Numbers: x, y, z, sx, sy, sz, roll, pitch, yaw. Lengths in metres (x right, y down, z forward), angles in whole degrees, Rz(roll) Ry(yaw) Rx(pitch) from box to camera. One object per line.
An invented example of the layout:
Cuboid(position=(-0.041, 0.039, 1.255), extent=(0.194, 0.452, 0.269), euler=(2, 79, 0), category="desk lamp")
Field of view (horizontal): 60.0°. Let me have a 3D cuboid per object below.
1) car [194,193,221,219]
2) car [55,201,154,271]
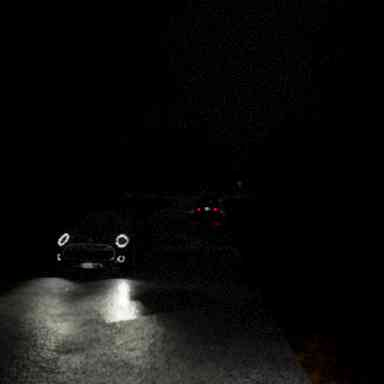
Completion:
Cuboid(position=(1.139, 1.098, 24.268), extent=(2.033, 1.411, 5.357), euler=(0, 2, 4), category="car")
Cuboid(position=(-2.538, 1.242, 10.676), extent=(2.097, 1.767, 4.553), euler=(1, 1, 3), category="car")
